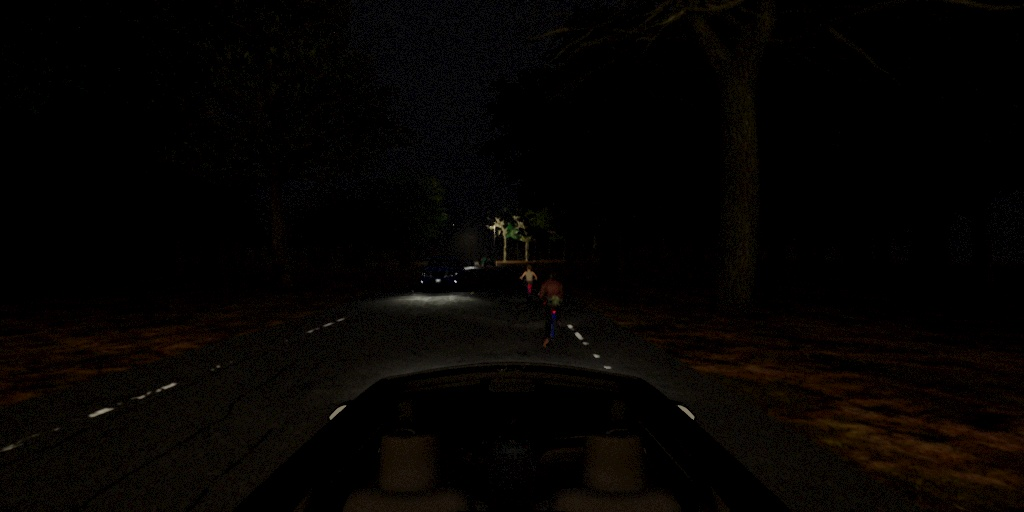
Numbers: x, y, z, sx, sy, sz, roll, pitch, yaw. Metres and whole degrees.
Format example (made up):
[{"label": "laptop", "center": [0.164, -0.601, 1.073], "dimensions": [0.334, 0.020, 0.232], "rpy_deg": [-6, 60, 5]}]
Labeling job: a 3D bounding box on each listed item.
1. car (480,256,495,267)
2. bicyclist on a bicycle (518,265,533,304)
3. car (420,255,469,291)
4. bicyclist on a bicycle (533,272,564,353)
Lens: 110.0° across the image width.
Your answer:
[{"label": "car", "center": [-3.986, 1.167, 63.287], "dimensions": [2.128, 1.511, 4.902], "rpy_deg": [0, 0, -7]}, {"label": "bicyclist on a bicycle", "center": [0.711, 1.187, 15.217], "dimensions": [0.866, 1.612, 1.509], "rpy_deg": [0, 0, -2]}, {"label": "car", "center": [-4.129, 0.976, 22.204], "dimensions": [2.150, 2.045, 5.566], "rpy_deg": [0, 0, -3]}, {"label": "bicyclist on a bicycle", "center": [0.886, 1.204, 7.887], "dimensions": [0.582, 1.620, 1.656], "rpy_deg": [0, 0, -1]}]
